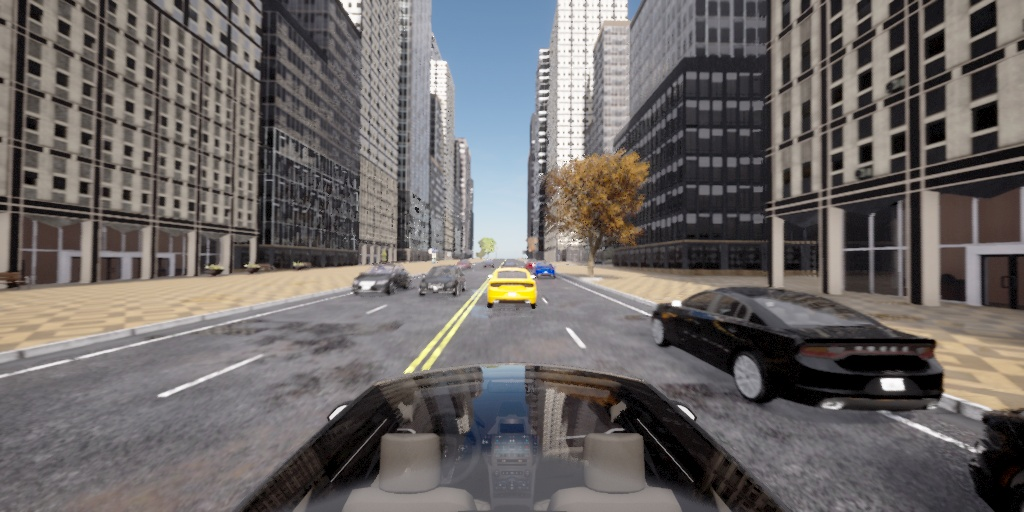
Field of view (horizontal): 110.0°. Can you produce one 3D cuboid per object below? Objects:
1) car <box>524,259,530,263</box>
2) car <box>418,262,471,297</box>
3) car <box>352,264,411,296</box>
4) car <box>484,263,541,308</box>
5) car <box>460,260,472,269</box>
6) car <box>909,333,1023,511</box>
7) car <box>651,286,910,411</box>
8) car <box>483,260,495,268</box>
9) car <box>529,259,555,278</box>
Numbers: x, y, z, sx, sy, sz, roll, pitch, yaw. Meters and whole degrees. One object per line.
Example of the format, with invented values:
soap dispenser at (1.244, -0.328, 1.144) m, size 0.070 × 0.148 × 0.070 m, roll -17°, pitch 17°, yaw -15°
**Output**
car at (2.808, 1.180, 49.763) m, size 2.097 × 1.767 × 4.553 m, roll 1°, pitch 0°, yaw 0°
car at (-3.494, 1.240, 18.713) m, size 1.837 × 1.490 × 4.892 m, roll 1°, pitch 0°, yaw 0°
car at (-6.746, 1.195, 19.013) m, size 2.128 × 1.511 × 4.902 m, roll 1°, pitch 0°, yaw 0°
car at (-0.018, 1.242, 15.482) m, size 1.882 × 1.535 × 5.008 m, roll 1°, pitch 0°, yaw -1°
car at (-7.083, 1.263, 53.797) m, size 1.812 × 1.442 × 4.674 m, roll 1°, pitch 0°, yaw 0°
car at (4.264, 1.268, 0.458) m, size 1.882 × 1.535 × 5.008 m, roll 1°, pitch 0°, yaw -1°
car at (4.201, 1.273, 6.458) m, size 1.882 × 1.535 × 5.008 m, roll 1°, pitch 0°, yaw -1°
car at (-3.844, 1.323, 59.969) m, size 2.033 × 1.411 × 5.357 m, roll 1°, pitch 0°, yaw 0°
car at (3.014, 1.292, 34.516) m, size 1.882 × 1.535 × 5.008 m, roll 1°, pitch 0°, yaw 0°
